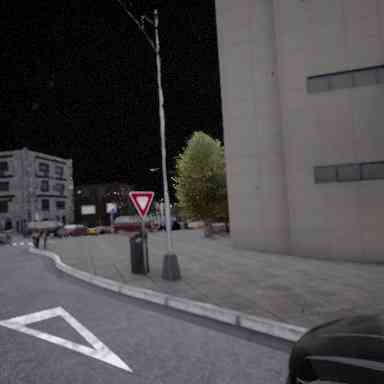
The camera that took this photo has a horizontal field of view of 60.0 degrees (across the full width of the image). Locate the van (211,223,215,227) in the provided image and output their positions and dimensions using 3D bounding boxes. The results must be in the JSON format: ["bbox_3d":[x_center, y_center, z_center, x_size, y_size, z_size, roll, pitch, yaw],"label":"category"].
[{"bbox_3d":[2.839,8.555,84.898,4.442,1.987,1.878,-4,-7,10],"label":"van"}]

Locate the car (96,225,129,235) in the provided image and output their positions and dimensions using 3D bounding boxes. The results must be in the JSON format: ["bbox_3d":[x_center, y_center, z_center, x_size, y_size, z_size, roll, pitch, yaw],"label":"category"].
[{"bbox_3d":[-14.137,6.761,59.447,5.366,1.575,1.946,-4,-7,10],"label":"car"}]

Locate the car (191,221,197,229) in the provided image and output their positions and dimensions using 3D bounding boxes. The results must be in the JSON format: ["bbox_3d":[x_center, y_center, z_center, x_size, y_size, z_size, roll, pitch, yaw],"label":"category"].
[{"bbox_3d":[-2.478,5.650,54.770,5.366,1.575,1.946,-4,-7,10],"label":"car"}]

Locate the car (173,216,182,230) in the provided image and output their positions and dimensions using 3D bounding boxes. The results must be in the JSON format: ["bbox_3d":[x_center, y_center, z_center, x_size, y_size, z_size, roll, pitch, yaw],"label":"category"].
[{"bbox_3d":[-4.663,4.283,43.892,5.566,2.045,2.435,-4,-7,10],"label":"car"}]

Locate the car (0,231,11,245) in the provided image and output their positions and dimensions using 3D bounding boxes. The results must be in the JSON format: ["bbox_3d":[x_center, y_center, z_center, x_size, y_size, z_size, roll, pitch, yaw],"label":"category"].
[{"bbox_3d":[-16.304,3.624,25.817,1.994,1.385,4.181,-5,-4,19],"label":"car"}]

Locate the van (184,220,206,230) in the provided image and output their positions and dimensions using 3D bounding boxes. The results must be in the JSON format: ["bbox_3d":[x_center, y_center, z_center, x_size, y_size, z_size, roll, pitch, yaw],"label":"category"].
[{"bbox_3d":[0.648,7.436,73.996,4.442,1.987,1.878,-4,-7,10],"label":"van"}]

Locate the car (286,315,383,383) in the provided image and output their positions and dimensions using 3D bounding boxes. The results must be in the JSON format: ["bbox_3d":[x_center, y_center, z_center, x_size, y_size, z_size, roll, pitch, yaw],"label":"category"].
[{"bbox_3d":[3.048,1.513,1.782,5.008,1.535,1.882,2,1,34],"label":"car"}]

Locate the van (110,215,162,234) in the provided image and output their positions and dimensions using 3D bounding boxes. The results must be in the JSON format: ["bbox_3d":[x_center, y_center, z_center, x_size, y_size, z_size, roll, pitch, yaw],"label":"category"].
[{"bbox_3d":[-5.983,3.516,35.675,4.442,1.987,1.878,-4,-6,10],"label":"van"}]

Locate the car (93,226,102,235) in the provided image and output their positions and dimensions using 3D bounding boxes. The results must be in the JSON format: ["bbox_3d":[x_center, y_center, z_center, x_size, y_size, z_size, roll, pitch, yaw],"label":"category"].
[{"bbox_3d":[-16.462,5.652,48.577,5.366,1.575,1.946,-4,-7,10],"label":"car"}]

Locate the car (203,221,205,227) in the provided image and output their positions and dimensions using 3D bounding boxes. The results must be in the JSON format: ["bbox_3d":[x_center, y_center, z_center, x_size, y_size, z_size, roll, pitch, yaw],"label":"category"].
[{"bbox_3d":[-0.214,7.086,68.480,4.892,1.521,2.231,-4,-7,10],"label":"car"}]

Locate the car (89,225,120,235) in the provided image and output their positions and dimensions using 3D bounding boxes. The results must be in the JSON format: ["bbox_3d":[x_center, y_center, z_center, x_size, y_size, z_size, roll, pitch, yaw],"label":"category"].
[{"bbox_3d":[-14.826,6.520,56.617,4.674,1.452,2.002,-4,-7,10],"label":"car"}]

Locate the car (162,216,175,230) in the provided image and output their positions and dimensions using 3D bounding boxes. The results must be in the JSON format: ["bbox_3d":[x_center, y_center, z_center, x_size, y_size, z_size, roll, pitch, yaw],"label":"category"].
[{"bbox_3d":[-5.103,4.256,41.182,5.008,1.535,2.097,-4,-7,9],"label":"car"}]

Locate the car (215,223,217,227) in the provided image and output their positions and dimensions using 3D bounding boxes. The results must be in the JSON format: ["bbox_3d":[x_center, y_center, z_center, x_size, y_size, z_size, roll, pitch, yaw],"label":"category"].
[{"bbox_3d":[3.680,9.232,90.383,4.553,1.767,2.185,-4,-7,10],"label":"car"}]

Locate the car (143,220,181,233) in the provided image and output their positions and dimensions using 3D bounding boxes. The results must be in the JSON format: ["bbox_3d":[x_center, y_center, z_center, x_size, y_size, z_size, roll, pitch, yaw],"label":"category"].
[{"bbox_3d":[-4.159,4.845,46.597,4.792,1.488,2.163,-4,-7,10],"label":"car"}]

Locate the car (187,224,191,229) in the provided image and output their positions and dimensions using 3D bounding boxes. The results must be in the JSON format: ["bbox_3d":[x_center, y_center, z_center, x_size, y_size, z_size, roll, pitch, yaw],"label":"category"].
[{"bbox_3d":[-3.121,5.409,52.058,4.792,1.488,2.163,-4,-7,10],"label":"car"}]

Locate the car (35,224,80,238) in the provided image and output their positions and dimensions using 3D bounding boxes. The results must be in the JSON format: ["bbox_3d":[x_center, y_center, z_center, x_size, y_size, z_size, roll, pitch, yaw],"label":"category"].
[{"bbox_3d":[-17.287,5.068,42.956,5.008,1.535,2.097,-4,-6,10],"label":"car"}]

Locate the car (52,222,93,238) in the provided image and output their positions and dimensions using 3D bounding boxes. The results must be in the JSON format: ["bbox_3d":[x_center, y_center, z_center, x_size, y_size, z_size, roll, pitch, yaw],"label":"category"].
[{"bbox_3d":[-13.519,4.411,37.985,1.812,1.442,4.674,-4,-6,10],"label":"car"}]

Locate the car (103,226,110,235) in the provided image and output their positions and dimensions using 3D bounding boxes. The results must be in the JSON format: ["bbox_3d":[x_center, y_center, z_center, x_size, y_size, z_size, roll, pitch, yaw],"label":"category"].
[{"bbox_3d":[-11.237,5.506,50.717,2.097,1.767,4.553,-4,-6,10],"label":"car"}]

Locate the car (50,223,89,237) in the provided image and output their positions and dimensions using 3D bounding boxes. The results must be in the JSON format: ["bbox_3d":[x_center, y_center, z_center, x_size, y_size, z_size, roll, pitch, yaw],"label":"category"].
[{"bbox_3d":[-16.767,5.219,45.696,4.553,1.767,2.185,-4,-6,10],"label":"car"}]

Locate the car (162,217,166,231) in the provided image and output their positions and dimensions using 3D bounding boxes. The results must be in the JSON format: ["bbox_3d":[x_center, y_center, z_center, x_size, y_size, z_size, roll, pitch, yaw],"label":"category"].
[{"bbox_3d":[-5.568,4.016,38.398,4.792,1.488,2.163,-4,-6,10],"label":"car"}]

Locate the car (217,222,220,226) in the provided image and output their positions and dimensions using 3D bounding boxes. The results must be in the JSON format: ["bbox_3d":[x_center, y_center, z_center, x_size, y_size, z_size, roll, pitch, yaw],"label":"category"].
[{"bbox_3d":[4.222,9.388,93.124,5.566,2.045,2.435,-4,-7,10],"label":"car"}]

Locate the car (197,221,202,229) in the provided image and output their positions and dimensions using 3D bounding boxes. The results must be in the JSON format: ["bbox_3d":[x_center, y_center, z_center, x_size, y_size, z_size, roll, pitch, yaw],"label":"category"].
[{"bbox_3d":[-1.497,6.217,60.242,5.366,1.575,1.946,-4,-7,10],"label":"car"}]

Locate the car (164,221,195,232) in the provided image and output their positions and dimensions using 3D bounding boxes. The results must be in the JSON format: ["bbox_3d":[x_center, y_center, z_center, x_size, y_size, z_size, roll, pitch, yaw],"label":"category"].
[{"bbox_3d":[-2.140,5.977,57.530,4.792,1.488,2.163,-4,-7,10],"label":"car"}]

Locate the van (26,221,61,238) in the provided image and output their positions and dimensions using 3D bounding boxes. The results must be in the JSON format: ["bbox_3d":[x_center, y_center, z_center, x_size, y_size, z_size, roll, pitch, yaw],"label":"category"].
[{"bbox_3d":[-17.894,4.592,40.279,4.442,1.987,1.878,-4,-6,10],"label":"van"}]
